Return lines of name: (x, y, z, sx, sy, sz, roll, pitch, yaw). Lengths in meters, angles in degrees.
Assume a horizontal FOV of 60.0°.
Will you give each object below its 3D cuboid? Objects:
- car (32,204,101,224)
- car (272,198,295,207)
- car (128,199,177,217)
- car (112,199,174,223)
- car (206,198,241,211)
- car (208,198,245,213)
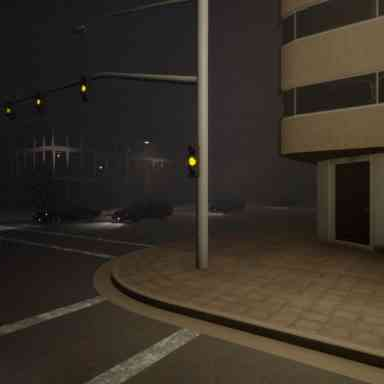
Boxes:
car: (-9.196, 1.600, 24.694, 1.895, 1.301, 4.718, 0, 0, 36)
car: (14.108, 1.547, 50.679, 2.033, 1.411, 5.357, 0, 0, 36)
car: (-3.724, 1.504, 32.229, 1.837, 1.490, 4.892, 0, 0, 36)
car: (-3.753, 1.547, 26.236, 2.033, 1.411, 5.357, 0, 0, 36)
car: (4.196, 1.546, 43.123, 2.033, 1.411, 5.357, 0, 0, 36)
car: (3.938, 1.546, 36.823, 2.033, 1.411, 5.357, 0, 0, 36)
